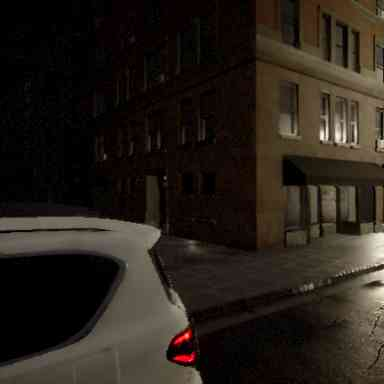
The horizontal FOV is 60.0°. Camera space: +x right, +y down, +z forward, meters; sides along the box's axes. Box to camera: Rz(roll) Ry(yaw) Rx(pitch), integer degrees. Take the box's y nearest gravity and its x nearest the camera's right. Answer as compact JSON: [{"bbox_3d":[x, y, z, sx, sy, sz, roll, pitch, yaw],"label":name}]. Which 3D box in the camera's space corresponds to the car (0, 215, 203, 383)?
[{"bbox_3d":[-2.518,1.223,1.581,5.566,2.045,2.150,0,0,-35],"label":"car"}]
